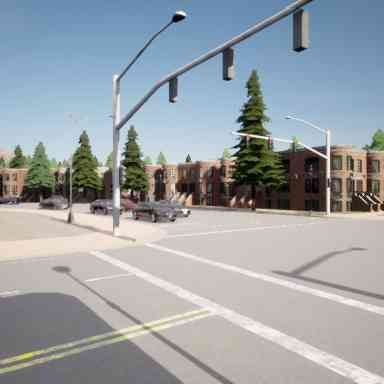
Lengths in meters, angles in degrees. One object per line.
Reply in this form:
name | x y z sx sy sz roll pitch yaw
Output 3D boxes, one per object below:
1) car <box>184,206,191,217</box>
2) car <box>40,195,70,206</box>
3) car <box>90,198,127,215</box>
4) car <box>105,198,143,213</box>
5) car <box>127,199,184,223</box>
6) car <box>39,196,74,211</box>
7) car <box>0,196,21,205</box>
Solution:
car | -2.045 1.491 30.563 2.128 1.511 4.902 0 0 -37
car | -23.239 1.352 56.492 4.553 1.767 2.097 0 0 21
car | -8.646 1.492 33.415 2.128 1.511 4.902 0 0 -39
car | -7.843 1.478 37.861 1.882 1.535 5.008 0 0 -43
car | -3.000 1.505 26.015 1.837 1.490 4.892 0 0 -36
car | -17.333 1.526 41.699 4.674 1.442 1.812 0 0 35
car | -32.922 1.492 58.961 4.902 1.511 2.128 0 0 9
